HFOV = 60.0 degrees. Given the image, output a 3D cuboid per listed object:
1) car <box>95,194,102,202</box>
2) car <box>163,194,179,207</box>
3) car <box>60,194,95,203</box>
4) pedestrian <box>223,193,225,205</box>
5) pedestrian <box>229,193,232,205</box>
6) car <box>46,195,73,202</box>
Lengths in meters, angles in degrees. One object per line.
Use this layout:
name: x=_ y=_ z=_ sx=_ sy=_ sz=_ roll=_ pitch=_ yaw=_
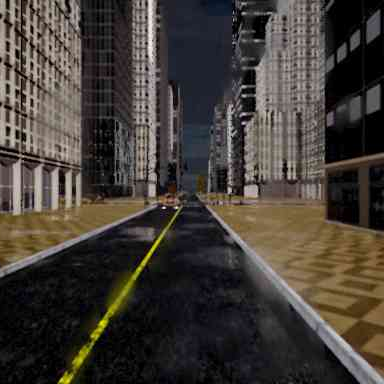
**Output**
car: x=-19.198 y=1.109 z=62.645 sx=4.097 sy=1.590 sz=1.967 roll=0 pitch=0 yaw=-1
car: x=-2.998 y=1.156 z=47.769 sx=2.097 sy=1.767 sz=4.553 roll=0 pitch=0 yaw=0
car: x=-18.889 y=1.199 z=54.009 sx=4.829 sy=1.417 sz=1.752 roll=0 pitch=0 yaw=-1
pedestrian: x=4.640 y=0.975 z=48.367 sx=0.375 sy=1.860 sz=0.375 roll=0 pitch=0 yaw=0
pedestrian: x=5.641 y=1.030 z=48.967 sx=0.375 sy=1.860 sz=0.375 roll=0 pitch=0 yaw=0
car: x=-24.875 y=1.187 z=62.522 sx=4.403 sy=1.369 sz=2.008 roll=0 pitch=0 yaw=-1
